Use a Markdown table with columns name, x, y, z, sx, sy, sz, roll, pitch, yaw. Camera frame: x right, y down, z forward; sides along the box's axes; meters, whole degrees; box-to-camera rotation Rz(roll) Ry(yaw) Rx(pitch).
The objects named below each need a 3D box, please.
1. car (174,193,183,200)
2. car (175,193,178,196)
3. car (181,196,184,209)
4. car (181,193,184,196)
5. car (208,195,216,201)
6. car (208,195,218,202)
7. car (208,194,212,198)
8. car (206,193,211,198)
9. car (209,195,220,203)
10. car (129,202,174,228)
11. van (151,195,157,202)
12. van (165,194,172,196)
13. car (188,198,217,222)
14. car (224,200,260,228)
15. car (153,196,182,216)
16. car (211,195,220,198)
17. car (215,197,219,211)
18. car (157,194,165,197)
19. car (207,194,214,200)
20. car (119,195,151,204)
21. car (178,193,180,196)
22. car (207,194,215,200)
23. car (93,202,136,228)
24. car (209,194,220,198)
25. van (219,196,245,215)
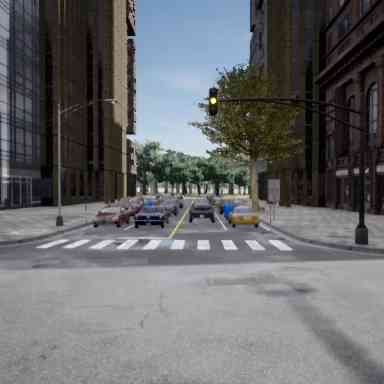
| name | x | y | z | sx | sy | sz | roll | pitch | yaw |
| --- | --- | --- | --- | --- | --- | --- | --- | --- | --- |
| car | -3.560 | 1.117 | 90.104 | 2.192 | 1.841 | 5.009 | 0 | 0 | 1 |
| car | -4.244 | 1.328 | 61.715 | 1.967 | 1.590 | 4.097 | 0 | 0 | 1 |
| car | -2.033 | 1.542 | 42.044 | 1.895 | 1.301 | 4.718 | 0 | 0 | 2 |
| car | -3.695 | 1.365 | 84.427 | 1.887 | 1.381 | 4.507 | 0 | 0 | 1 |
| car | 4.691 | 1.420 | 78.548 | 1.802 | 1.307 | 4.206 | 0 | 0 | 1 |
| car | 4.554 | 1.406 | 72.869 | 2.008 | 1.369 | 4.403 | -1 | 0 | 1 |
| car | 4.143 | 1.455 | 55.838 | 2.008 | 1.369 | 4.403 | -1 | 0 | 1 |
| car | 4.277 | 1.203 | 61.514 | 2.192 | 1.841 | 5.009 | -1 | 0 | 1 |
| car | 4.416 | 1.423 | 67.193 | 2.008 | 1.369 | 4.403 | -1 | 0 | 1 |
| car | -2.529 | 1.581 | 21.901 | 1.895 | 1.301 | 4.718 | 0 | 0 | 1 |
| van | -4.931 | 1.302 | 33.325 | 1.690 | 1.788 | 3.998 | -1 | 0 | 1 |
| van | -4.382 | 1.245 | 56.037 | 1.690 | 1.788 | 3.998 | 0 | 0 | 1 |
| car | 0.777 | 1.478 | 26.412 | 1.837 | 1.490 | 4.892 | 0 | 0 | 1 |
| car | 3.324 | 1.505 | 21.941 | 1.752 | 1.417 | 4.829 | -1 | 0 | 1 |
| car | -2.274 | 1.468 | 32.250 | 1.837 | 1.490 | 4.892 | 0 | 0 | 2 |
| car | 3.873 | 1.460 | 44.653 | 1.752 | 1.417 | 4.829 | -1 | 0 | 1 |
| car | 3.595 | 1.527 | 33.127 | 1.947 | 1.339 | 4.313 | -1 | 0 | 1 |
| car | -4.794 | 1.264 | 39.003 | 2.192 | 1.841 | 5.009 | -1 | 0 | 1 |
| car | 4.965 | 1.368 | 89.902 | 1.947 | 1.339 | 4.313 | 0 | 0 | 1 |
| car | -5.068 | 1.286 | 27.647 | 2.192 | 1.841 | 5.009 | -1 | 0 | 1 |
| car | -4.106 | 1.417 | 67.393 | 1.887 | 1.381 | 4.507 | 0 | 0 | 1 |
| car | 4.831 | 1.345 | 84.395 | 1.752 | 1.417 | 4.829 | 0 | 0 | 1 |
| car | -5.202 | 1.562 | 21.968 | 1.802 | 1.307 | 4.206 | -1 | 0 | 1 |
| car | 4.006 | 1.465 | 50.160 | 1.887 | 1.381 | 4.507 | -1 | 0 | 1 |
| van | 3.455 | 1.312 | 27.449 | 1.690 | 1.788 | 3.998 | -1 | 0 | 1 |
